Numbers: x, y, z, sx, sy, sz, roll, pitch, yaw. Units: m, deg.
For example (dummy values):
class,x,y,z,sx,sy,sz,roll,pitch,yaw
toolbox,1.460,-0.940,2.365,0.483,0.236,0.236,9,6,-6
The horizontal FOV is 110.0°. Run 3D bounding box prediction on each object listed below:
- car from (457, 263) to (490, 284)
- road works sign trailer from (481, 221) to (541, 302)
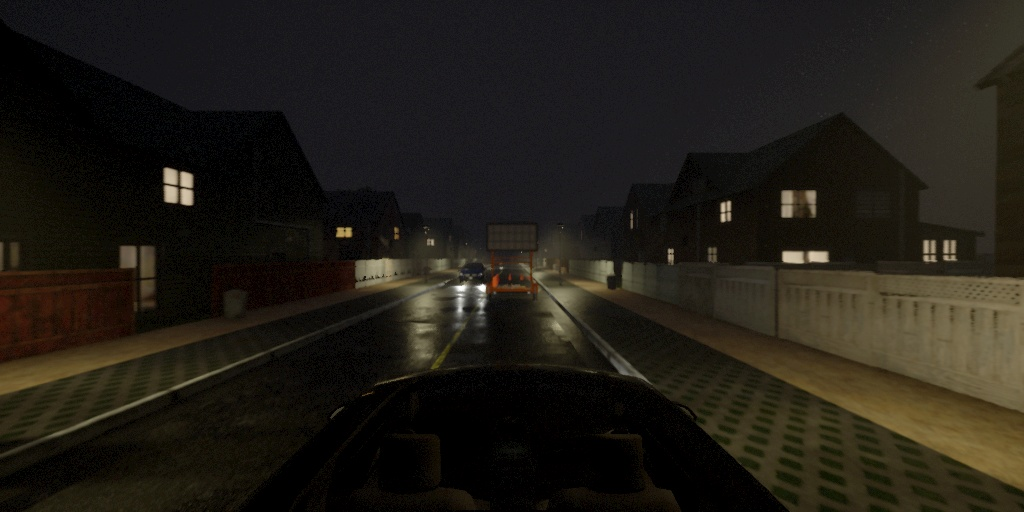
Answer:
class,x,y,z,sx,sy,sz,roll,pitch,yaw
car,-2.851,1.247,27.131,1.812,1.442,4.674,0,0,0
road works sign trailer,0.002,0.189,16.707,2.380,3.560,2.880,0,0,0
